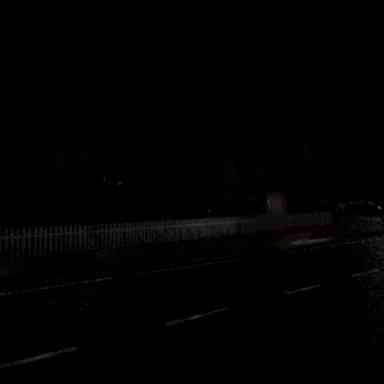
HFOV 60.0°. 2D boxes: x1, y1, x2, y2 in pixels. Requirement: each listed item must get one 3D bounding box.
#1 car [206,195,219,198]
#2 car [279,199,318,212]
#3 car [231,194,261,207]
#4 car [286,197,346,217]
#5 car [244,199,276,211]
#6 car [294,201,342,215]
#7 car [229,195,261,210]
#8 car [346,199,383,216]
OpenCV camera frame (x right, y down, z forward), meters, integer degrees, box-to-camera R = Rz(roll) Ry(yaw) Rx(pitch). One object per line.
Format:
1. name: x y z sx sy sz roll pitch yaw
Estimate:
1. car: 3.592 1.332 54.447 1.895 1.301 4.718 1 4 -37
2. car: 14.556 1.824 45.748 1.882 1.535 5.008 1 0 -37
3. car: 8.678 1.359 53.518 2.097 1.767 4.553 1 3 -37
4. car: 13.155 1.528 36.023 2.150 2.045 5.566 1 0 -37
5. car: 9.492 1.792 46.633 1.994 1.385 4.181 1 1 -38
6. car: 14.871 1.827 39.547 2.128 1.511 4.902 1 0 -37
7. car: 7.038 1.430 44.079 2.150 2.045 5.566 1 1 -37
8. car: 20.089 1.727 38.470 2.097 1.767 4.553 1 0 -37
